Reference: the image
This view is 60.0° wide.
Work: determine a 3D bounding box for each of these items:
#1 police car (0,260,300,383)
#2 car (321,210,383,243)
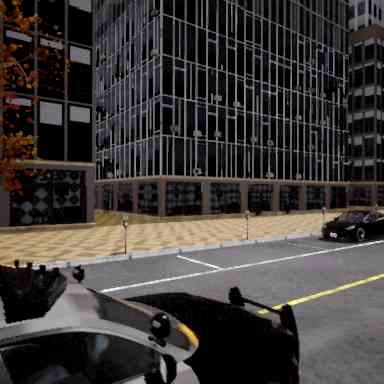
[{"bbox_3d":[-1.159,1.425,2.607,5.238,1.638,1.930,0,0,-36],"label":"police car"},{"bbox_3d":[8.141,1.563,16.226,4.313,1.339,1.947,0,0,-36],"label":"car"}]
